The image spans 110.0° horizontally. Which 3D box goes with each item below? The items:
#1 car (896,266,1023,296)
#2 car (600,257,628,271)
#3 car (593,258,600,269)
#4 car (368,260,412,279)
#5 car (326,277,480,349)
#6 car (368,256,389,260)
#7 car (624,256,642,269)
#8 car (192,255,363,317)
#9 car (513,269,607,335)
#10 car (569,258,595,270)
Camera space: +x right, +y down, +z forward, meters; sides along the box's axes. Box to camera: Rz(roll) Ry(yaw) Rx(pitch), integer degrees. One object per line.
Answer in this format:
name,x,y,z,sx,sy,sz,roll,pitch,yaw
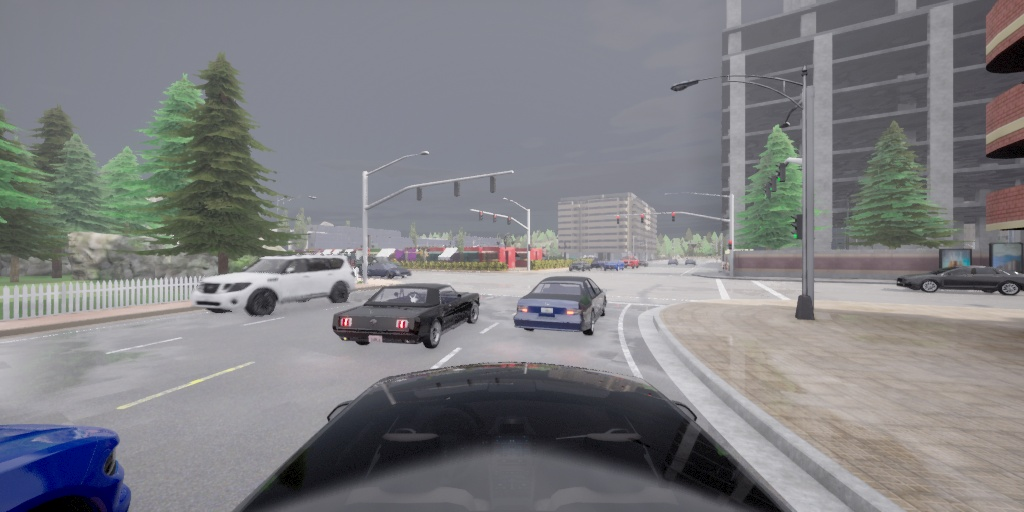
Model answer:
car,25.018,1.310,20.027,4.892,1.490,1.837,0,0,30
car,13.998,1.227,48.949,1.882,1.535,5.008,0,0,30
car,13.331,1.351,54.840,1.895,1.301,4.718,0,0,30
car,-11.643,1.353,32.914,5.357,1.411,2.033,0,0,31
car,-2.268,1.351,9.251,1.895,1.301,4.718,0,0,11
car,-14.422,1.029,38.590,5.566,2.045,2.150,0,0,30
car,18.786,0.972,57.318,2.150,2.045,5.566,0,0,30
car,-8.564,0.971,13.702,2.150,2.045,5.566,0,0,18
car,1.666,1.297,10.612,2.033,1.411,5.357,0,0,20
car,8.992,1.314,47.230,1.994,1.385,4.181,0,0,30
